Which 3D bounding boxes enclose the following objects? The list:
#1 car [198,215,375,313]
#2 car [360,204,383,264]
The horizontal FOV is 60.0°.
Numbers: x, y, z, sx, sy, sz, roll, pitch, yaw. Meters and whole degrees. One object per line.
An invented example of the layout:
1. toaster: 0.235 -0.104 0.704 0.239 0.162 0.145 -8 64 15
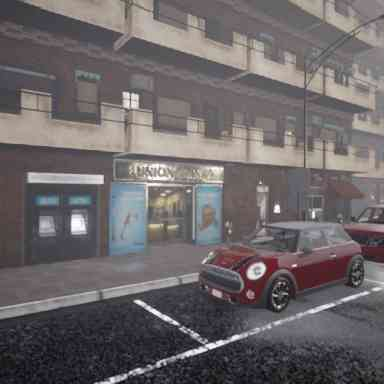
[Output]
1. car: 2.105 1.442 7.605 4.097 1.590 1.967 0 0 -36
2. car: 6.607 1.320 10.827 5.009 1.841 2.192 0 0 -36
